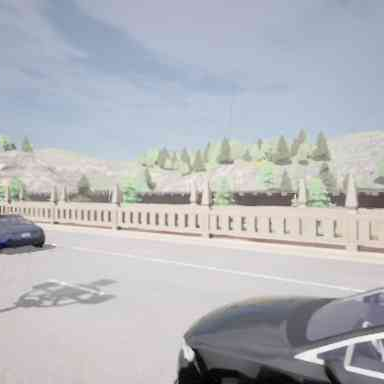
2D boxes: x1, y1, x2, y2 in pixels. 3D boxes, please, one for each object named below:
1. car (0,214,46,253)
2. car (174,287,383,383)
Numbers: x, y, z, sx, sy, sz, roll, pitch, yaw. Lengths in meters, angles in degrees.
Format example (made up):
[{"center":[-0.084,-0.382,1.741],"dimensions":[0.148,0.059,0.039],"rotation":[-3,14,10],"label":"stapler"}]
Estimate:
[{"center":[-8.060,1.646,14.049],"dimensions":[4.181,1.385,1.994],"rotation":[0,0,36],"label":"car"},{"center":[2.073,1.490,2.513],"dimensions":[4.902,1.511,2.128],"rotation":[0,0,36],"label":"car"}]
